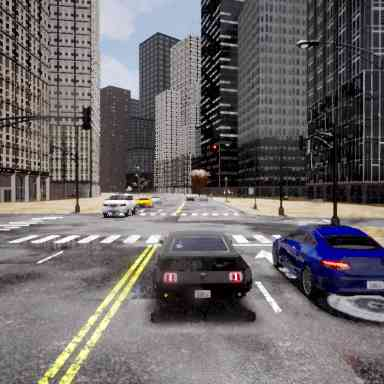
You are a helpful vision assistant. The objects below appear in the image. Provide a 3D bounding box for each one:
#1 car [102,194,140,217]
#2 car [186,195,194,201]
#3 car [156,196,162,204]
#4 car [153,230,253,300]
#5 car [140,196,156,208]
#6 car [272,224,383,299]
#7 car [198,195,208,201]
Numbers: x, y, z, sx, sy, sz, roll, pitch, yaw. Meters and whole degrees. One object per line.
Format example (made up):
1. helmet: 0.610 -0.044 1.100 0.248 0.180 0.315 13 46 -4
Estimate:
1. car: -6.580 1.172 30.541 2.150 2.045 5.566 0 -2 0
2. car: -0.503 1.469 80.524 1.895 1.301 4.718 0 0 -4
3. car: -6.559 1.450 61.167 1.812 1.442 4.674 0 0 0
4. car: 0.104 1.598 8.367 1.895 1.301 4.718 0 0 -3
5. car: -6.561 1.433 46.165 1.882 1.535 5.008 0 0 0
6. car: 3.347 1.523 8.339 1.812 1.442 4.674 0 0 1
7. car: 2.745 1.397 80.641 1.812 1.442 4.674 0 0 -4
